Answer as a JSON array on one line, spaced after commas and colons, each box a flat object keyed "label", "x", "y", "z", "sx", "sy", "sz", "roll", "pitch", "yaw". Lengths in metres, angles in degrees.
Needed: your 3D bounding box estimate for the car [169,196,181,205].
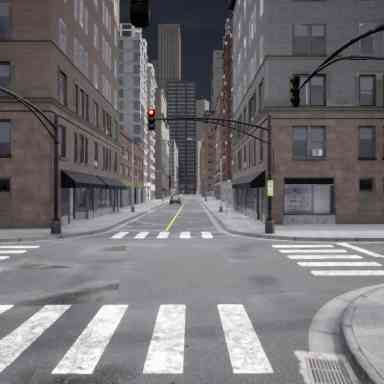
[{"label": "car", "x": -2.977, "y": 1.457, "z": 59.647, "sx": 1.882, "sy": 1.535, "sz": 5.008, "roll": 0, "pitch": 0, "yaw": 0}]
